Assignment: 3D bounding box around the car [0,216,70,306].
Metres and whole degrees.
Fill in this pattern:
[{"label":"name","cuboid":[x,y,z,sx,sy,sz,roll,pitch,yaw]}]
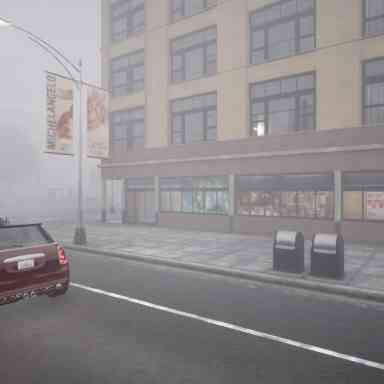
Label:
[{"label":"car","cuboid":[-4.784,1.352,7.386,4.553,1.767,2.097,0,0,36]}]
